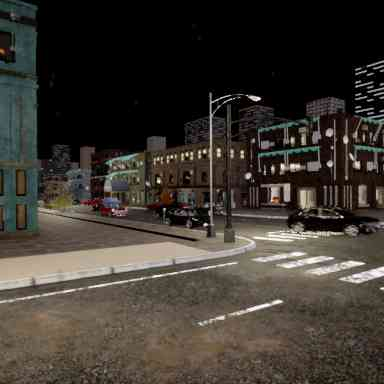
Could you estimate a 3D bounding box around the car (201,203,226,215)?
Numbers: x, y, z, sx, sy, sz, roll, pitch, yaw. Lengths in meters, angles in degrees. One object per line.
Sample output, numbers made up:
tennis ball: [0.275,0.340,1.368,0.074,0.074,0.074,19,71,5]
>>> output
car: [1.751,1.810,35.512,2.008,1.369,4.403,-2,0,-35]

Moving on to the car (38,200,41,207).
car: [-30.682,2.376,66.802,2.008,1.369,4.403,-1,0,-35]

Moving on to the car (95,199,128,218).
car: [-8.289,1.846,35.183,1.967,1.590,4.097,-1,0,-35]

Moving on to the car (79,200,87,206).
car: [-20.645,2.228,67.129,1.887,1.381,4.507,-1,0,-35]

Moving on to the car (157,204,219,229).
car: [-0.364,1.815,23.789,1.947,1.339,4.313,-1,0,-35]

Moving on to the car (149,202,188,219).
car: [-1.798,1.820,30.522,1.812,1.442,4.674,-1,0,-35]

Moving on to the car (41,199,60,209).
car: [-24.185,2.233,57.628,1.752,1.417,4.829,-1,0,-35]

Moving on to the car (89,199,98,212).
car: [-11.922,2.055,44.851,1.994,1.385,4.181,-1,0,-35]

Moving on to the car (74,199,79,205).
car: [-27.043,2.364,76.163,1.947,1.339,4.313,-1,0,-35]

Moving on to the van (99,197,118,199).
van: [-14.251,1.907,58.096,1.690,1.788,3.998,-1,0,-35]

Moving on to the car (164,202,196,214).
car: [-1.448,1.904,40.029,1.802,1.307,4.206,-2,0,-35]

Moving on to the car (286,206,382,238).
car: [7.573,1.569,18.188,1.837,1.490,4.892,-1,-1,-43]

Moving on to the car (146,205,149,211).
car: [-4.646,1.966,44.545,1.802,1.307,4.206,-1,0,-35]

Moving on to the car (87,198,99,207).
car: [-17.451,1.940,62.612,2.192,1.841,5.009,-1,0,-35]
